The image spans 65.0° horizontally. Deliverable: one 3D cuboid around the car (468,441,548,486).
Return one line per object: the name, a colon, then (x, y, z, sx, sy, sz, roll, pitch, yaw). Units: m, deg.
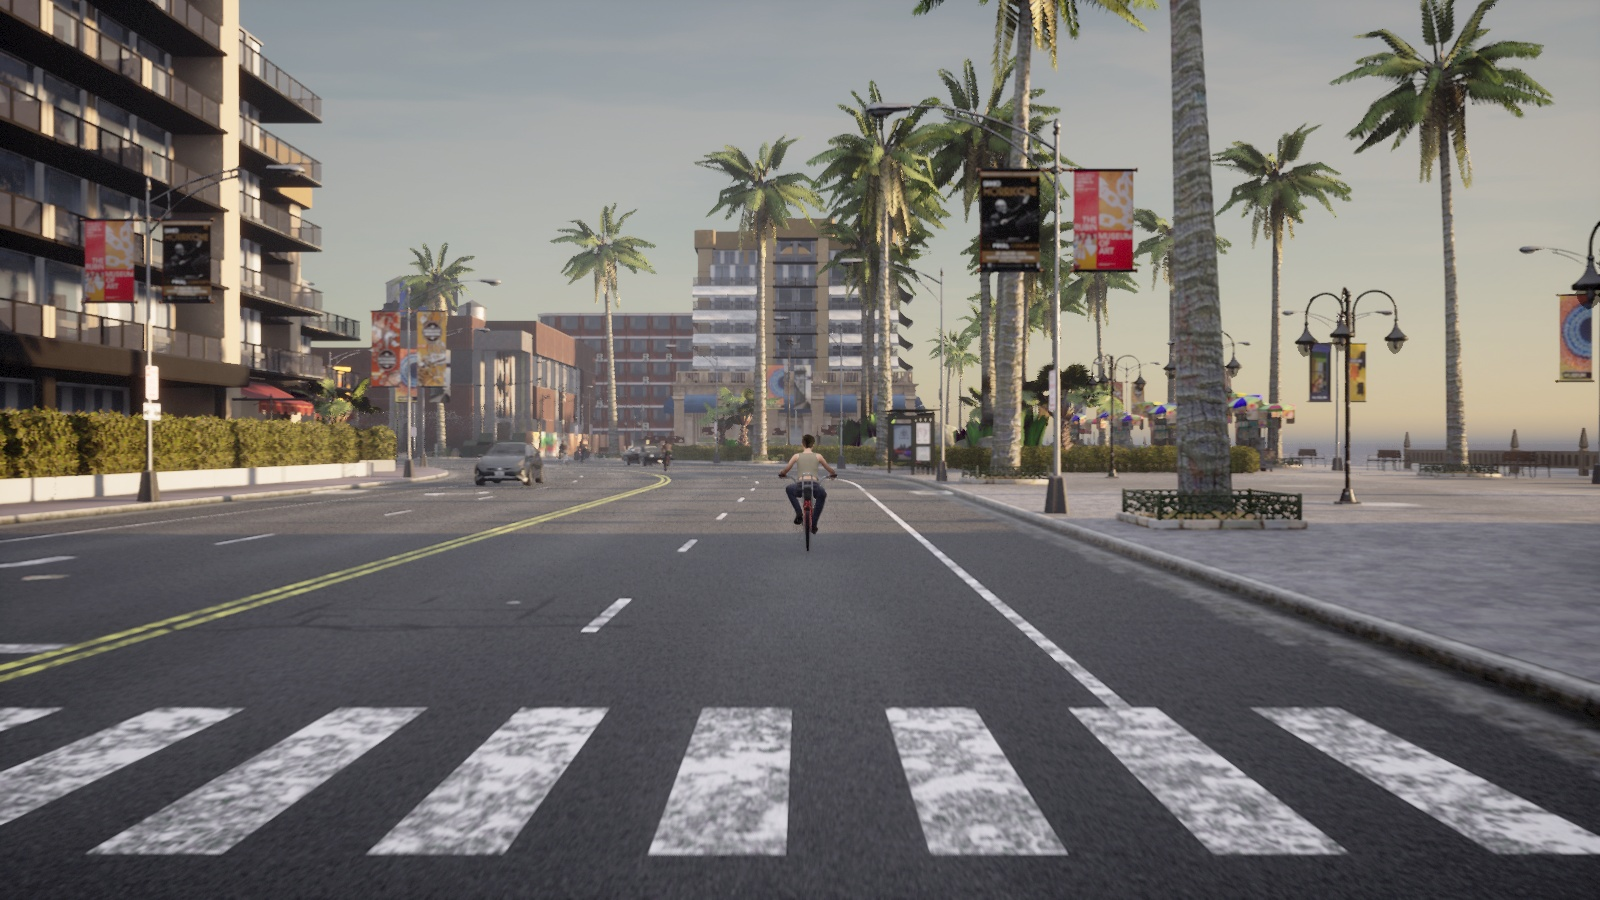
car: (-10.331, 0.433, 44.781, 2.007, 1.525, 4.514, 0, 0, -3)

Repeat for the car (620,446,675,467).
car: (-9.897, 0.382, 81.000, 1.895, 1.301, 4.718, 0, 0, -29)

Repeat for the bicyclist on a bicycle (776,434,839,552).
bicyclist on a bicycle: (0.111, 0.582, 17.865, 0.866, 1.612, 1.509, 0, 0, 1)
